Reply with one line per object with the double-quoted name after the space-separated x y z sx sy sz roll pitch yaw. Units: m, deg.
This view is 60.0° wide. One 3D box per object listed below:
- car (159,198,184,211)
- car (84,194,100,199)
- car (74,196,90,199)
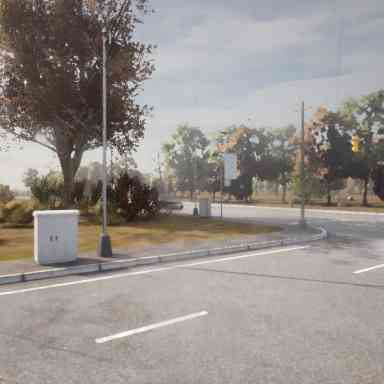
-2.810 1.469 41.371 2.128 1.511 4.902 0 0 -33 "car"
-26.301 1.253 87.664 4.718 1.301 1.895 1 0 41 "car"
-28.461 1.007 84.889 4.553 1.767 2.097 1 0 41 "car"
